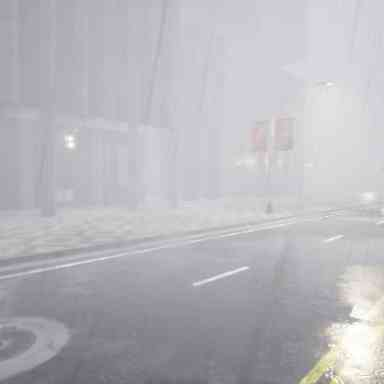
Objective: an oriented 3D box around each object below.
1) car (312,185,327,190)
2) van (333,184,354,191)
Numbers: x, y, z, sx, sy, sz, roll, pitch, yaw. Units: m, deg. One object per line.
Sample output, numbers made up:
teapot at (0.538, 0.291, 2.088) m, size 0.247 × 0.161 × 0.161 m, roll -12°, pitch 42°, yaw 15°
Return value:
car at (32.230, -1.168, 84.687) m, size 4.206 × 1.307 × 1.802 m, roll 4°, pitch 4°, yaw 42°
van at (36.430, -1.137, 80.903) m, size 3.998 × 1.788 × 1.690 m, roll 4°, pitch 4°, yaw 42°
